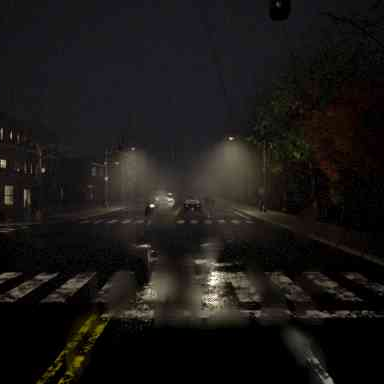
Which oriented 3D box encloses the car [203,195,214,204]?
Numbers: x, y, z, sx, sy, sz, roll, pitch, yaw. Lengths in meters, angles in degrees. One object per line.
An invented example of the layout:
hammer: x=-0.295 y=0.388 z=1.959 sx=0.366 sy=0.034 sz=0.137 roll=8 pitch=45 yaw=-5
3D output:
car: x=3.205 y=1.576 z=63.231 sx=1.895 sy=1.301 sz=4.718 roll=0 pitch=0 yaw=0

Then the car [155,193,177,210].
car: x=-3.432 y=1.206 z=43.137 sx=2.150 sy=2.045 sz=5.566 roll=0 pitch=0 yaw=0

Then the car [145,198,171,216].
car: x=-3.415 y=1.553 z=32.736 sx=1.994 sy=1.385 sz=4.181 roll=0 pitch=0 yaw=0

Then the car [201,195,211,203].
car: x=3.080 y=1.493 z=73.237 sx=2.128 sy=1.511 sz=4.902 roll=0 pitch=0 yaw=0

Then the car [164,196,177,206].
car: x=-3.450 y=1.485 z=53.605 sx=1.837 sy=1.490 sz=4.892 roll=0 pitch=0 yaw=0

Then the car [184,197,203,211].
car: x=0.023 y=1.587 z=39.796 sx=1.895 sy=1.301 sz=4.718 roll=0 pitch=0 yaw=0
